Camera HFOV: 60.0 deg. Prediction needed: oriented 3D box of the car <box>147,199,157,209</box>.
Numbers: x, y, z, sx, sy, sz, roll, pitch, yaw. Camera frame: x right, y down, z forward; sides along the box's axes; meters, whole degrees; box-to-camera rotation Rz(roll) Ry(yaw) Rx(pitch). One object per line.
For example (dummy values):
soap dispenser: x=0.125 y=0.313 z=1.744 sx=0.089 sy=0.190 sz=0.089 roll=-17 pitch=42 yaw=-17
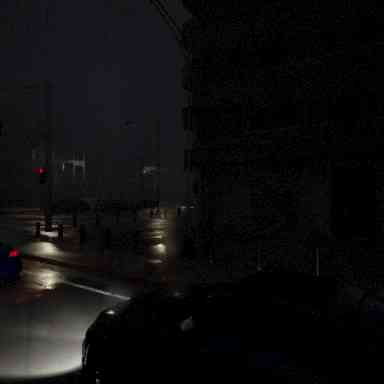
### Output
car: x=-6.395 y=1.492 z=41.660 sx=2.033 sy=1.411 sz=5.357 roll=0 pitch=0 yaw=36

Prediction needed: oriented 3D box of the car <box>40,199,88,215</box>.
car: x=-12.565 y=1.449 z=33.121 sx=1.837 sy=1.490 sz=4.892 roll=0 pitch=0 yaw=36

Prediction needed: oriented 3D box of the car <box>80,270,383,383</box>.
car: x=0.755 y=1.564 z=3.452 sx=4.181 sy=1.385 sz=1.994 roll=0 pitch=0 yaw=36

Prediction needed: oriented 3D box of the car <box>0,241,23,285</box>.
car: x=-6.097 y=1.564 z=8.319 sx=4.181 sy=1.385 sz=1.994 roll=0 pitch=0 yaw=36

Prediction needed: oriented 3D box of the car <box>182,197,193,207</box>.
car: x=0.422 y=1.450 z=51.075 sx=1.837 sy=1.490 sz=4.892 roll=0 pitch=0 yaw=36

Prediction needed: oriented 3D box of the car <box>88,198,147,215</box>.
car: x=-7.477 y=1.492 z=33.827 sx=2.033 sy=1.411 sz=5.357 roll=0 pitch=0 yaw=36
